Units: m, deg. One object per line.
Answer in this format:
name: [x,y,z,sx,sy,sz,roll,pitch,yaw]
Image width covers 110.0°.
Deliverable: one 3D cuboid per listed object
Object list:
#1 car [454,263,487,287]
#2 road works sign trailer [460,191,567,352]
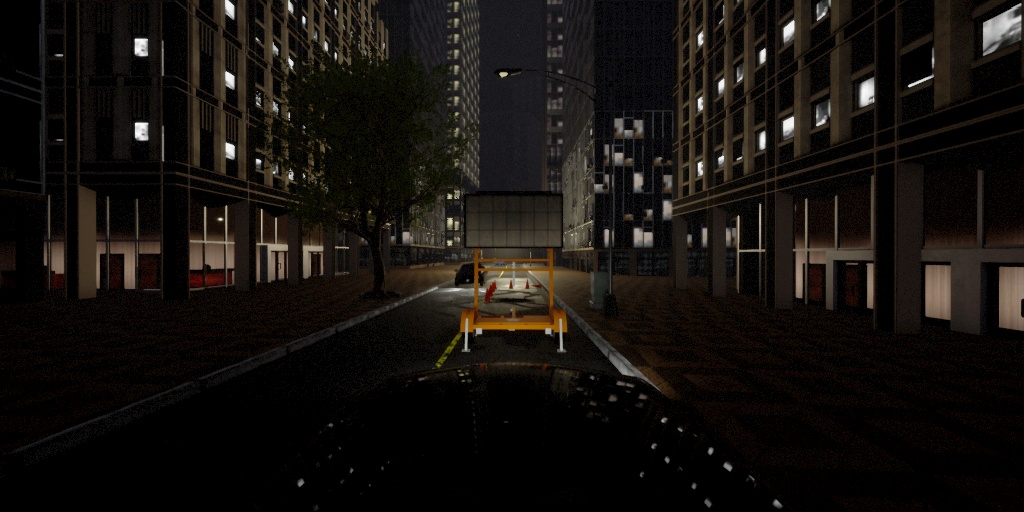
car: [-2.727,1.261,24.531,1.837,1.490,4.892,0,0,0]
road works sign trailer: [0.042,0.214,8.893,2.380,3.560,2.880,0,0,0]
